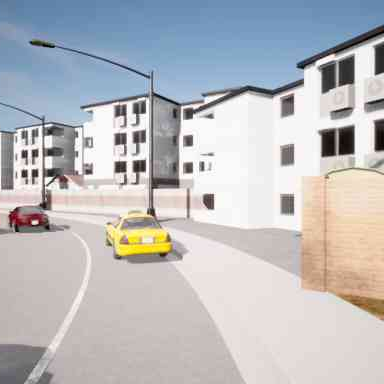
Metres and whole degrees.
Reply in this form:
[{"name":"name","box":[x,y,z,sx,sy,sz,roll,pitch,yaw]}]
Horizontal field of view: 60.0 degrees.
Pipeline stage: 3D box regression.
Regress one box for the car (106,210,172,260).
[{"name":"car","box":[-2.194,1.457,12.607,1.801,1.575,5.366,0,0,-19]}]

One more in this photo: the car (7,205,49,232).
[{"name":"car","box":[-10.080,1.525,20.402,1.812,1.442,4.674,0,0,-35]}]
